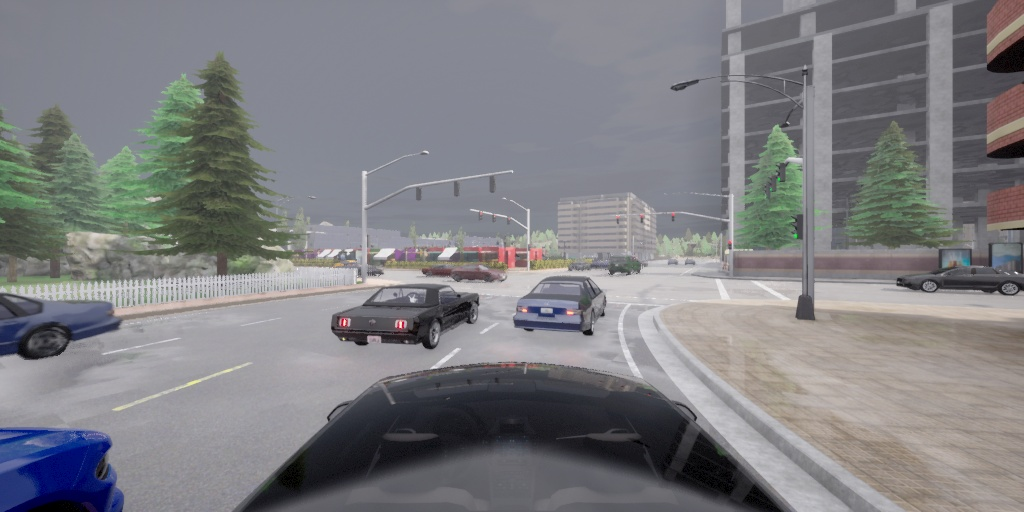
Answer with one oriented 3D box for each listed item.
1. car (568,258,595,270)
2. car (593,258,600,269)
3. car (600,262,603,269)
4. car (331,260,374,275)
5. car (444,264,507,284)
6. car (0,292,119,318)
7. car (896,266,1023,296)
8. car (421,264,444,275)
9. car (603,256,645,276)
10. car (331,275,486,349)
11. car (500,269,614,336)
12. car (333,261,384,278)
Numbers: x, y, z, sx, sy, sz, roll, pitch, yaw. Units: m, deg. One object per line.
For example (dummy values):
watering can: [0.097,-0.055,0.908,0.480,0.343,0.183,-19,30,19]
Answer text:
car: [8.939,1.314,47.202,1.994,1.385,4.181,0,0,30]
car: [13.270,1.351,54.817,1.895,1.301,4.718,0,0,30]
car: [13.943,1.228,48.927,1.882,1.535,5.008,0,0,30]
car: [-18.116,1.283,40.641,5.008,1.535,1.882,0,0,30]
car: [-2.612,1.316,27.648,4.674,1.442,1.812,0,0,30]
car: [-10.084,1.297,5.766,2.033,1.411,5.357,0,0,9]
car: [24.995,1.310,20.017,4.892,1.490,1.837,0,0,30]
car: [-6.182,1.406,33.749,4.718,1.301,1.895,0,0,30]
car: [12.043,0.992,38.186,2.150,2.045,5.566,1,1,35]
car: [-2.278,1.351,9.211,1.895,1.301,4.718,0,0,11]
car: [1.655,1.297,10.576,2.033,1.411,5.357,0,0,20]
car: [-14.811,1.353,34.692,5.357,1.411,2.033,0,0,30]
